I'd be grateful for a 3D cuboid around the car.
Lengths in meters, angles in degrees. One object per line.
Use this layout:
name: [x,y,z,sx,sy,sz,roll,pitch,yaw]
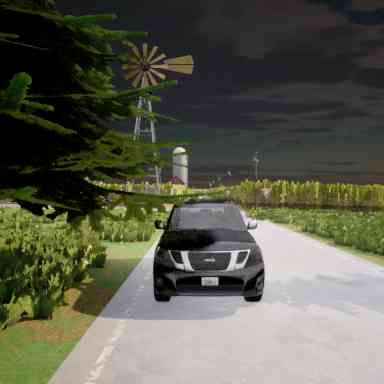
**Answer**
car: [0.333,1.221,8.623,2.150,2.045,5.566,0,0,0]
